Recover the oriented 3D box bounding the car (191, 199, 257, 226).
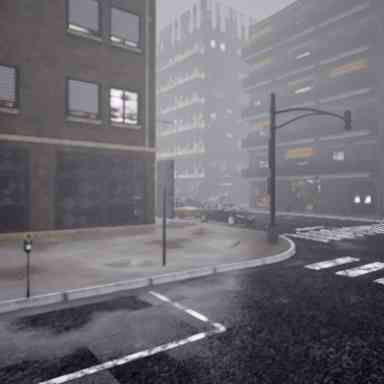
[{"bbox_3d":[2.192,1.355,21.315,2.008,1.369,4.403,1,0,-36],"label":"car"}]

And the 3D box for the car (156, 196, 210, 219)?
[{"bbox_3d":[-0.988,1.255,25.676,1.752,1.417,4.829,1,0,-36],"label":"car"}]

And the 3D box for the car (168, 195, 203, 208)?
[{"bbox_3d":[-0.858,1.141,39.721,2.008,1.369,4.403,1,0,-36],"label":"car"}]

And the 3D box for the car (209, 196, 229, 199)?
[{"bbox_3d":[2.424,1.107,35.223,1.967,1.590,4.097,1,0,-36],"label":"car"}]

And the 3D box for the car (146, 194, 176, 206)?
[{"bbox_3d":[-4.138,1.065,44.220,2.008,1.369,4.403,1,0,-36],"label":"car"}]
